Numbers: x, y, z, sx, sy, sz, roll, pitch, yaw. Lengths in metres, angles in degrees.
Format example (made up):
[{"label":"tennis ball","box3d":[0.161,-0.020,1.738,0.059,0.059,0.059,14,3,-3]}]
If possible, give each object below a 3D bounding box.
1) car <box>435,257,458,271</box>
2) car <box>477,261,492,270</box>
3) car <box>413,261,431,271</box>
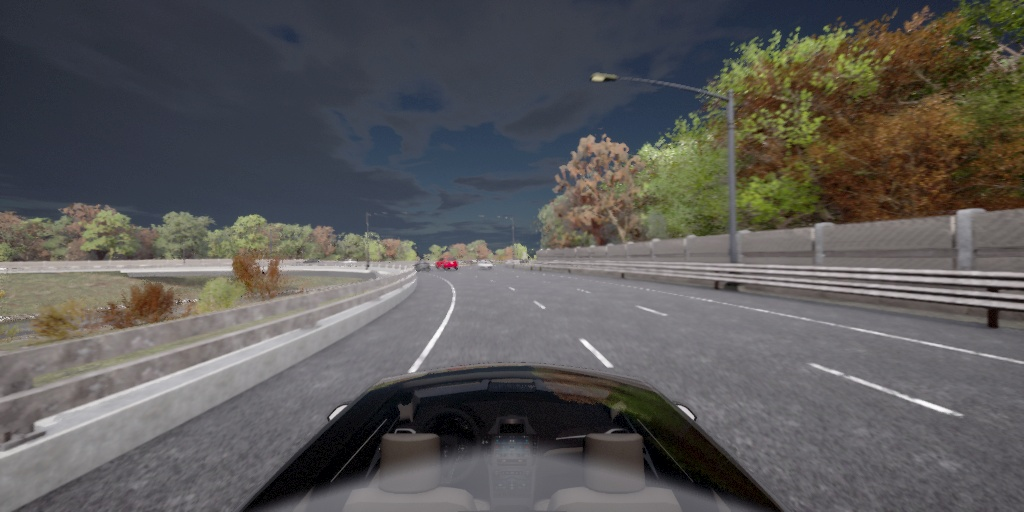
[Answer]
[{"label":"car","box3d":[-10.176,1.173,55.589,2.150,2.045,5.566,-1,0,-29]},{"label":"car","box3d":[-4.324,1.439,56.009,1.895,1.301,4.718,-1,0,-12]},{"label":"car","box3d":[-13.925,1.514,54.970,2.128,1.511,4.902,-1,0,-30]}]
